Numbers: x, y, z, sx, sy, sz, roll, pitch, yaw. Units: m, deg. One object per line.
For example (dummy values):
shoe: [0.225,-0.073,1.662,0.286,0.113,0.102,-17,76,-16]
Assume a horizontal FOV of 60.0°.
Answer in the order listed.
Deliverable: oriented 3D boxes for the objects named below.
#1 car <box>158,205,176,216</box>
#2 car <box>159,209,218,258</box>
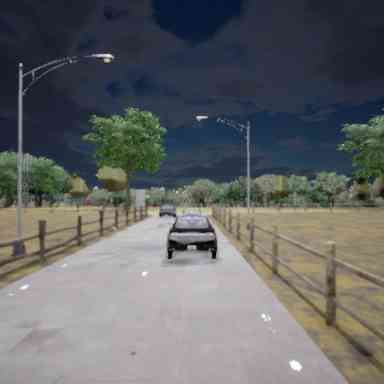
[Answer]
car: [-2.770,2.211,38.607,2.033,1.411,5.357,0,-1,0]
car: [0.013,1.673,13.543,2.128,1.511,4.902,0,-1,0]
